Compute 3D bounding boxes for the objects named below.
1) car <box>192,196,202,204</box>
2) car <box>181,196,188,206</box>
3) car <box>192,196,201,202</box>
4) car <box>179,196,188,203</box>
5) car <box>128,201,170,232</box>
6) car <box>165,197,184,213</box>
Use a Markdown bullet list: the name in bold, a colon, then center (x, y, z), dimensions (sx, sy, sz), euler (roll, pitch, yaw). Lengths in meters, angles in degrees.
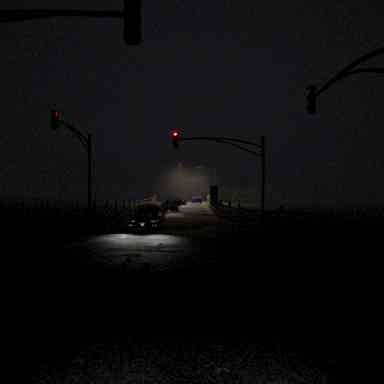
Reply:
- **car**: center (1.030, 1.495, 65.895), dimensions (1.882, 1.535, 5.008), euler (0, 0, 1)
- **car**: center (-2.088, 1.578, 54.220), dimensions (1.994, 1.385, 4.181), euler (0, 0, 1)
- **car**: center (1.092, 1.617, 75.929), dimensions (1.895, 1.301, 4.718), euler (0, 0, 1)
- **car**: center (-1.757, 1.528, 69.882), dimensions (1.812, 1.442, 4.674), euler (0, 0, 1)
- **car**: center (-2.609, 1.496, 20.134), dimensions (1.837, 1.490, 4.892), euler (1, 0, 1)
- **car**: center (-2.365, 1.554, 37.551), dimensions (2.033, 1.411, 5.357), euler (0, 0, 1)
